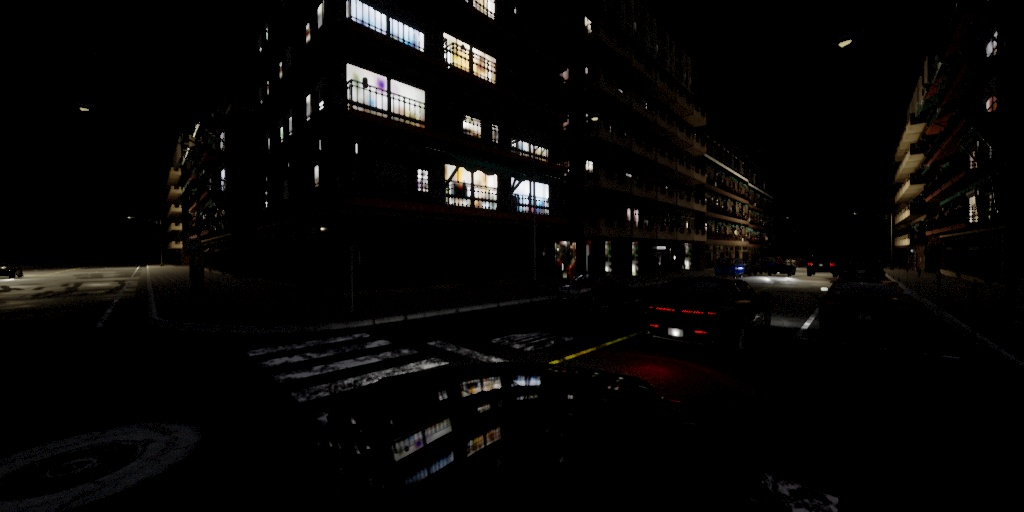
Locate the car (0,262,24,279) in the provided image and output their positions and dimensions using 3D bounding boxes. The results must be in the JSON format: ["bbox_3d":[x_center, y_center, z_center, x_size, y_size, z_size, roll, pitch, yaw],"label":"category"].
[{"bbox_3d":[-45.469,1.270,31.918,4.674,1.442,1.812,0,1,44],"label":"car"}]

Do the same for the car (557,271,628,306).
[{"bbox_3d":[3.693,1.316,15.665,1.802,1.307,4.207,0,0,44],"label":"car"}]

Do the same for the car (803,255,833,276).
[{"bbox_3d":[30.323,0.939,34.892,2.150,2.045,5.566,0,0,45],"label":"car"}]

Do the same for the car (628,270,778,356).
[{"bbox_3d":[4.890,1.247,8.765,1.837,1.490,4.892,0,0,44],"label":"car"}]

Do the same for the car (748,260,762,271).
[{"bbox_3d":[23.170,1.297,35.787,1.802,1.307,4.207,0,0,44],"label":"car"}]

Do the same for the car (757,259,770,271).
[{"bbox_3d":[27.107,1.294,39.858,1.802,1.307,4.207,0,0,44],"label":"car"}]

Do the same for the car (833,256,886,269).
[{"bbox_3d":[21.268,1.045,21.819,2.192,1.841,5.009,0,0,44],"label":"car"}]

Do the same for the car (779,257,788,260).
[{"bbox_3d":[34.957,1.021,48.026,2.192,1.841,5.009,0,0,44],"label":"car"}]

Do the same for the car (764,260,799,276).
[{"bbox_3d":[27.196,1.317,36.123,1.895,1.301,4.718,0,0,44],"label":"car"}]

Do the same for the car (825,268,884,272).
[{"bbox_3d":[13.390,1.304,13.681,1.948,1.339,4.313,0,0,44],"label":"car"}]

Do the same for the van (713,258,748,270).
[{"bbox_3d":[19.231,1.059,31.717,1.690,1.789,3.998,0,0,44],"label":"van"}]

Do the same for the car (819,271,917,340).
[{"bbox_3d":[9.689,1.287,9.857,1.888,1.381,4.507,0,0,44],"label":"car"}]

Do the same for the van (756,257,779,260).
[{"bbox_3d":[31.039,1.050,43.937,1.690,1.789,3.998,0,0,44],"label":"van"}]
